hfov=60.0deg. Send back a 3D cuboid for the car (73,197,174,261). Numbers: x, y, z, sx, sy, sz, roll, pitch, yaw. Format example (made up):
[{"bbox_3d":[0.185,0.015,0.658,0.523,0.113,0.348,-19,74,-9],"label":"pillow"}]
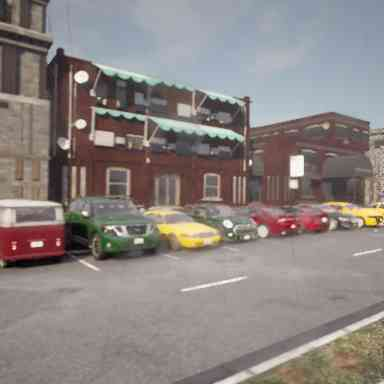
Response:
[{"bbox_3d":[-3.304,1.234,12.982,2.435,2.045,5.566,0,0,-35],"label":"car"}]

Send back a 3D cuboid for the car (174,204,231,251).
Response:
[{"bbox_3d":[-0.945,1.485,14.468,1.946,1.575,5.366,0,0,-35],"label":"car"}]

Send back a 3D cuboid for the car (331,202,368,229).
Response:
[{"bbox_3d":[7.904,1.479,20.995,2.231,1.521,4.892,0,0,-35],"label":"car"}]

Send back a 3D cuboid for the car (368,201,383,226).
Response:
[{"bbox_3d":[10.271,1.475,22.677,2.097,1.535,5.008,0,0,-35],"label":"car"}]

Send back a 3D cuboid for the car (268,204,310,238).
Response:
[{"bbox_3d":[3.380,1.485,17.764,2.097,1.535,5.008,0,0,-35],"label":"car"}]

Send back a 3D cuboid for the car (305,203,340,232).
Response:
[{"bbox_3d":[5.625,1.511,19.403,2.163,1.488,4.792,0,0,-35],"label":"car"}]

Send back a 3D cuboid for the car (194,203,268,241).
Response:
[{"bbox_3d":[1.094,1.361,16.184,2.185,1.767,4.553,0,0,-35],"label":"car"}]

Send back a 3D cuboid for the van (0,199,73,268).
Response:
[{"bbox_3d":[-5.752,1.257,11.422,1.878,1.987,4.442,0,0,-35],"label":"van"}]
